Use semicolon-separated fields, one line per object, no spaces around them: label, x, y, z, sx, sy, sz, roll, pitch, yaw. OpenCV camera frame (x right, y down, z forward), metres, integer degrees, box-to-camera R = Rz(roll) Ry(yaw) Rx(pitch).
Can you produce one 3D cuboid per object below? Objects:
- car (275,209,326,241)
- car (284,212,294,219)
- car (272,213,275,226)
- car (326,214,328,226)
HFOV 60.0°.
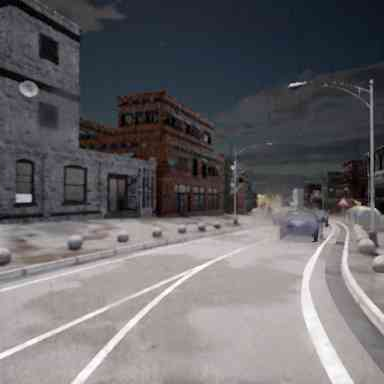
car;6.689;1.899;20.135;2.097;1.767;4.553;0;-3;25
car;21.528;5.231;73.805;1.837;1.490;4.892;0;-5;12
car;9.792;2.654;35.042;2.097;1.767;4.553;0;-3;22
car;14.191;2.829;37.441;2.097;1.767;4.553;0;-3;21
